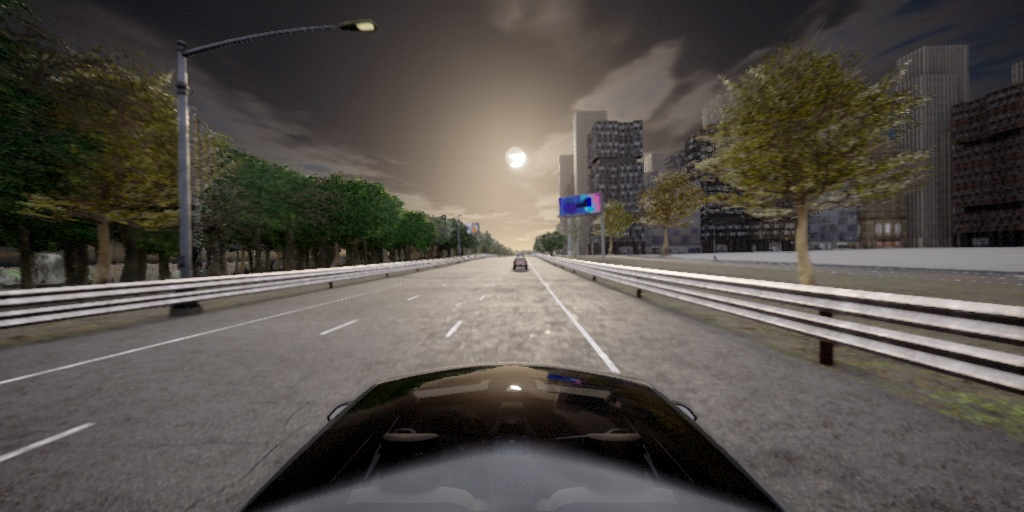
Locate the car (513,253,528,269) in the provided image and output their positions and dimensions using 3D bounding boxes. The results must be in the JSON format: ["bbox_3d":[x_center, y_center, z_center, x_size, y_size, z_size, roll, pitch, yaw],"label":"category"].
[{"bbox_3d":[1.134,0.846,48.522,2.033,1.649,4.856,-1,1,2],"label":"car"}]
